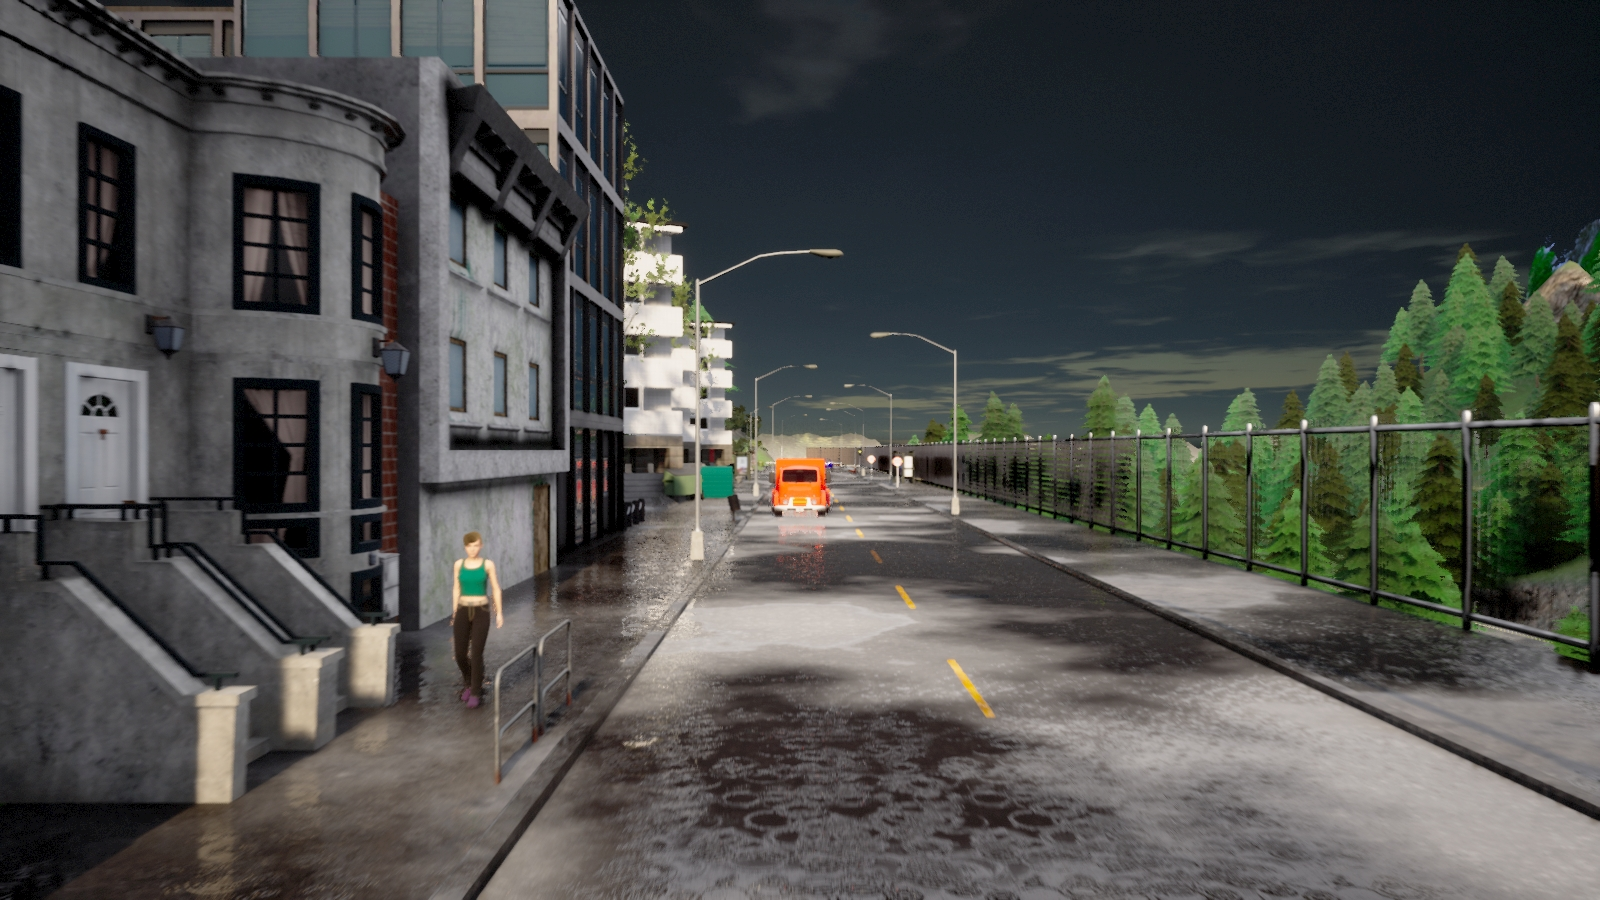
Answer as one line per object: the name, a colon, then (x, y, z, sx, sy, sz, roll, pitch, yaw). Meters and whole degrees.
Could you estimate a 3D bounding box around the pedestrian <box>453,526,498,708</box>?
pedestrian: (-3.413, 1.743, 12.023, 0.375, 1.860, 0.375, 0, 0, -1)

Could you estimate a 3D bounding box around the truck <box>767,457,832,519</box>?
truck: (0.025, 1.565, 48.708, 2.627, 2.467, 5.204, 0, 0, 1)
